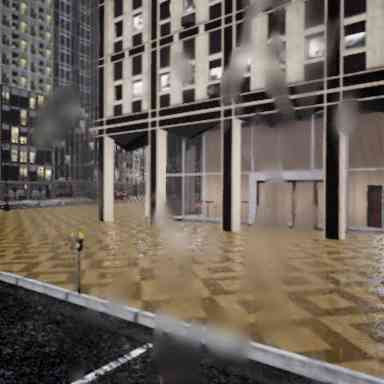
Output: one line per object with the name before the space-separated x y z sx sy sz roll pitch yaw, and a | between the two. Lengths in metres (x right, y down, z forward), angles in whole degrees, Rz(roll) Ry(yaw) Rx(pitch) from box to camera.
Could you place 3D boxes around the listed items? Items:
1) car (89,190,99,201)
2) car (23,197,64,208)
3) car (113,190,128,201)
car | -16.569 0.568 62.294 2.150 2.045 5.566 1 1 35
car | -18.609 1.292 42.002 1.895 1.301 4.718 1 1 34
car | -13.881 0.846 60.500 1.882 1.535 5.008 1 1 35
